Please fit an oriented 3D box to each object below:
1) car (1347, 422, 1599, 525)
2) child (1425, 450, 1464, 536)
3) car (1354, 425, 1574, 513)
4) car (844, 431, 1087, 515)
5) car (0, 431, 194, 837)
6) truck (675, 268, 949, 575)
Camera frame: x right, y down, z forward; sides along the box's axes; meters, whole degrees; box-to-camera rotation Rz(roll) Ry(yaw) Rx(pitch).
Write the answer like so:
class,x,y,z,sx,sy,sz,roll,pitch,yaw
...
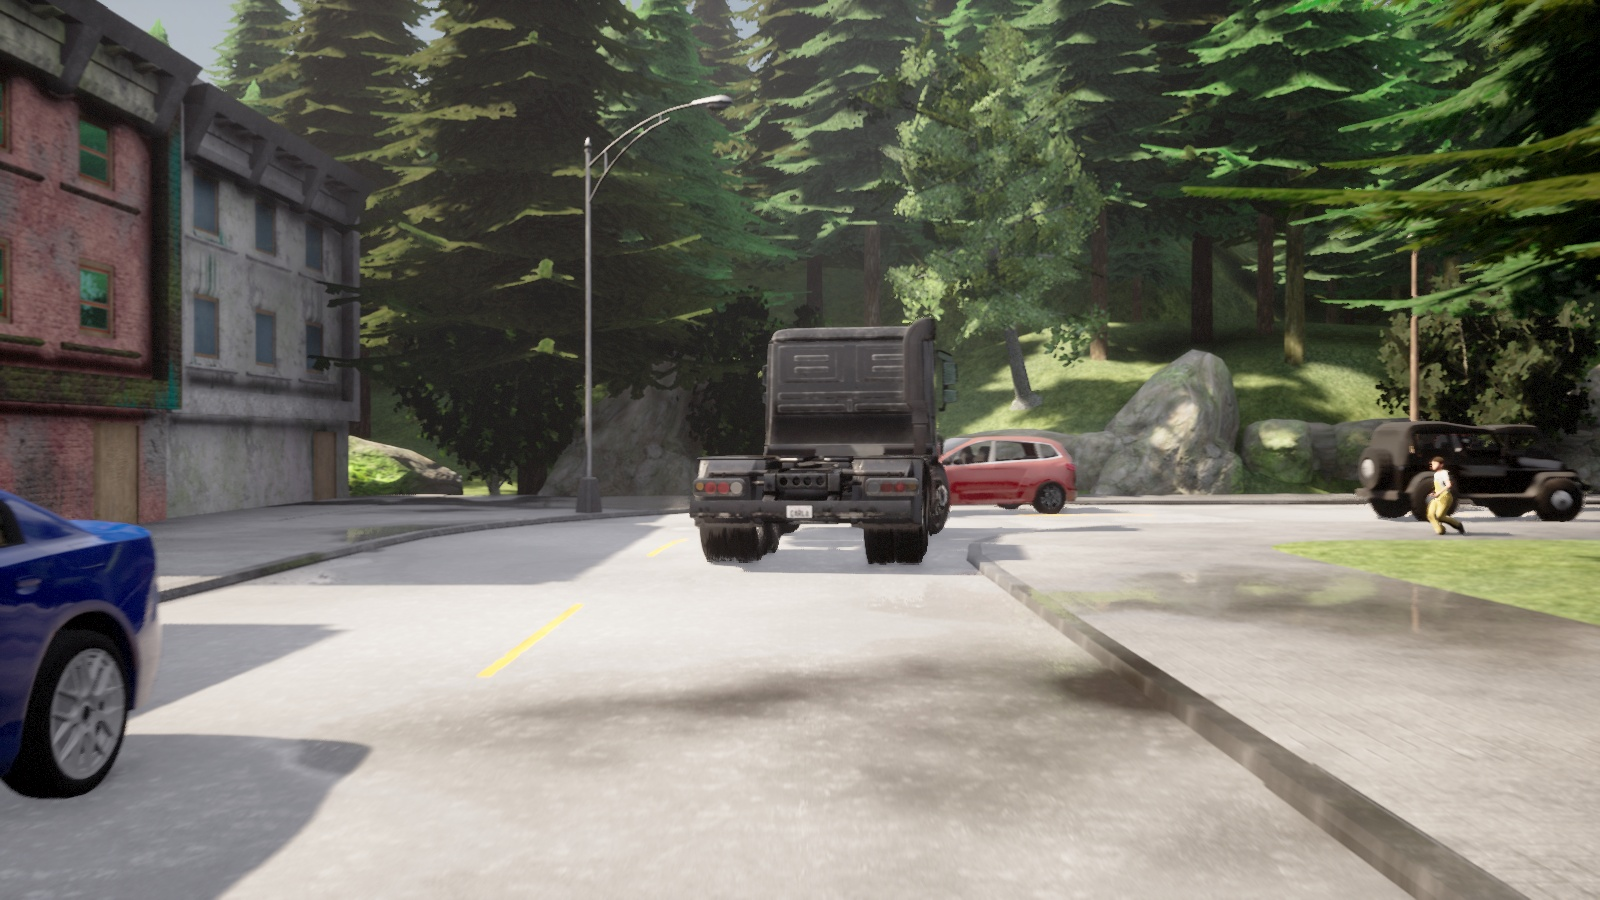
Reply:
class,x,y,z,sx,sy,sz,roll,pitch,yaw
car,12.718,0.418,23.808,3.866,1.878,1.905,0,0,-1
child,9.554,0.639,18.620,0.437,1.263,0.270,0,0,-4
car,14.614,0.397,27.801,3.866,1.878,1.905,0,0,0
car,3.482,0.445,26.695,4.611,1.667,2.242,0,0,-17
car,-3.966,0.700,3.748,1.882,1.535,5.008,0,0,0
truck,0.582,-0.337,18.298,2.891,3.462,7.936,0,0,9
